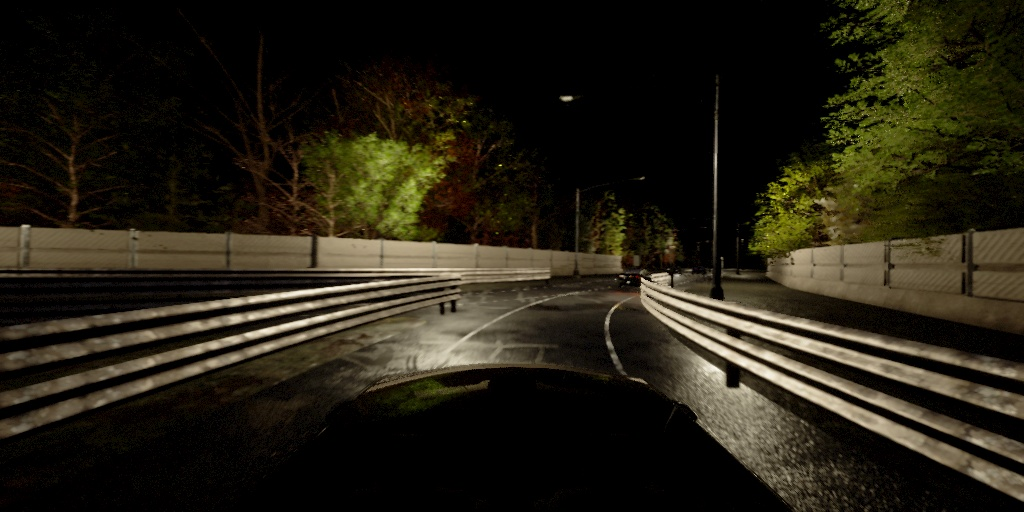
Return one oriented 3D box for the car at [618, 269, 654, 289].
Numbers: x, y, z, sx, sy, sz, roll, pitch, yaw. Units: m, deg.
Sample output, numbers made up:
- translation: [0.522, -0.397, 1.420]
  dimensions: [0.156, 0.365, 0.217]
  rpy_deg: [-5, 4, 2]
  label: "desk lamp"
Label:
- translation: [9.514, 1.705, 27.337]
  dimensions: [2.128, 1.511, 4.902]
  rpy_deg: [1, -1, 33]
  label: "car"
